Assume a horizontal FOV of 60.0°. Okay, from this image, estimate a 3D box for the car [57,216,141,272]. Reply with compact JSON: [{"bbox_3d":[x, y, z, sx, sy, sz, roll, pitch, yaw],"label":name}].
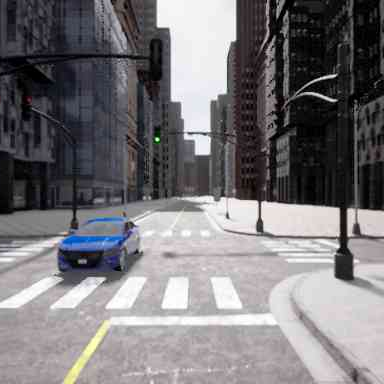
[{"bbox_3d":[-2.981,1.644,11.576,1.882,1.535,5.008,0,-1,0],"label":"car"}]
